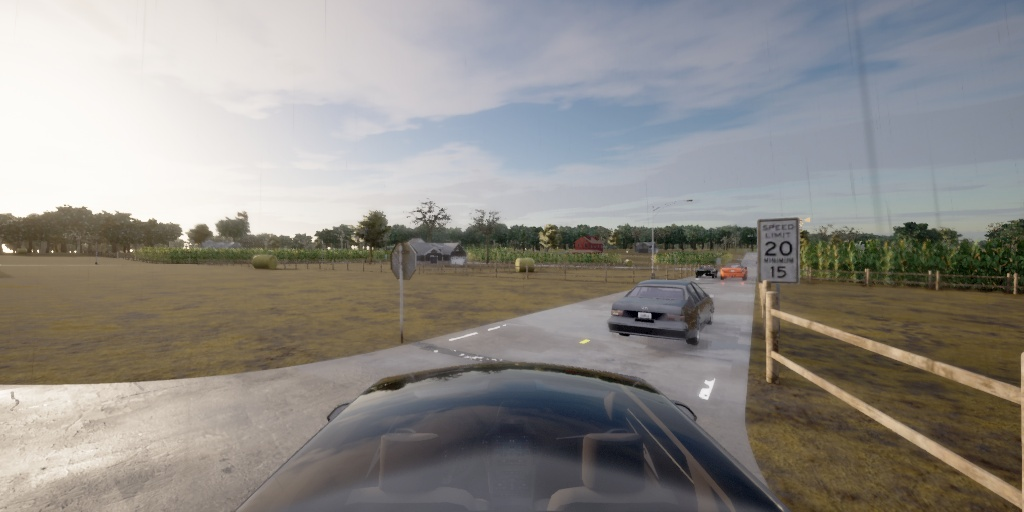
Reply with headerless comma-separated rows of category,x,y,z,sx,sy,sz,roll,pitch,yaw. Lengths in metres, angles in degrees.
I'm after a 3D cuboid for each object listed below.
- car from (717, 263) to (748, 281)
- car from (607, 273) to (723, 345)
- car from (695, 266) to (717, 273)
car,22.291,1.480,35.966,2.097,1.767,4.553,0,-1,35
car,4.280,1.340,9.802,2.033,1.411,5.357,0,0,34
car,21.912,1.797,40.374,1.895,1.301,4.718,0,-1,34
